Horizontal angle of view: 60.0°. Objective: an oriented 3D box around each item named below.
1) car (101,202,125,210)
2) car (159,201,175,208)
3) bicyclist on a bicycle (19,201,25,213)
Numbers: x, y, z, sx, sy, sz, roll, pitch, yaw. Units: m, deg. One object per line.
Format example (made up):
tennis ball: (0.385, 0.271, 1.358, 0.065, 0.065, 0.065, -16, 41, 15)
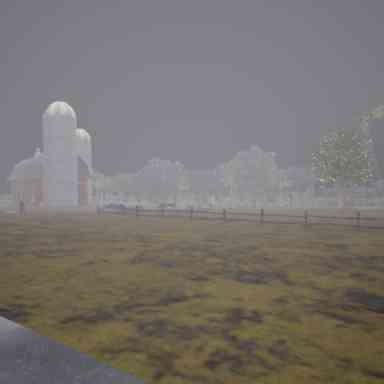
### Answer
car: (-15.030, 2.604, 63.722, 1.882, 1.535, 5.008, -2, -2, 36)
car: (-5.798, 2.820, 76.581, 1.882, 1.535, 5.008, -2, -2, 36)
bicyclist on a bicycle: (-23.694, 2.076, 46.305, 1.656, 1.620, 0.582, -1, -2, 36)
